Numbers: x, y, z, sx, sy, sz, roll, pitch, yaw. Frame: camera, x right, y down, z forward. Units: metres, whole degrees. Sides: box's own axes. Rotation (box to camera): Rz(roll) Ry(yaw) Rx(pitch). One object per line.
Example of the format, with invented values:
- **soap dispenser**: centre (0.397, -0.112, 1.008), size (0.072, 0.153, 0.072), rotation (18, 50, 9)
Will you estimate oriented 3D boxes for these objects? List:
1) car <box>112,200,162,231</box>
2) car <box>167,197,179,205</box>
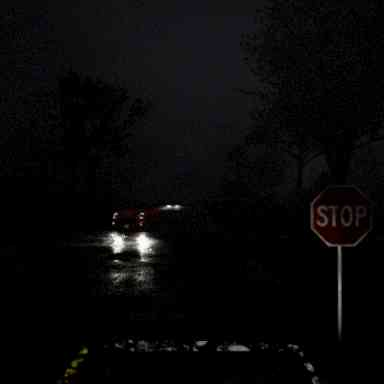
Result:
- **car**: centre (-3.360, 1.344, 20.951), size (2.097, 1.767, 4.553), rotation (0, 0, 9)
- **car**: centre (-3.195, 1.527, 56.827), size (1.895, 1.301, 4.718), rotation (0, 0, 0)
